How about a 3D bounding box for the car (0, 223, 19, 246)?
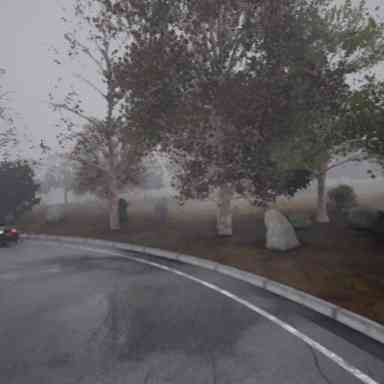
[{"bbox_3d":[-10.102,1.712,14.443,5.357,1.411,2.033,-1,0,21],"label":"car"}]
